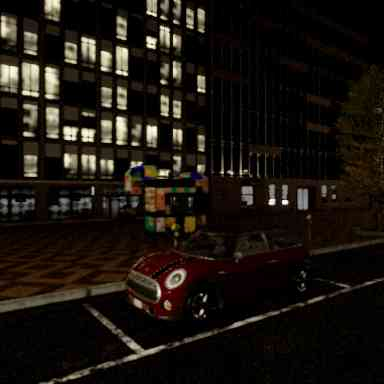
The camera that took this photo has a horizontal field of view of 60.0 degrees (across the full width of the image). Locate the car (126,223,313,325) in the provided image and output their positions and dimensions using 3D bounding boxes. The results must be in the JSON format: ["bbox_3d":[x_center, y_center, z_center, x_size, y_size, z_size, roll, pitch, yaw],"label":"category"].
[{"bbox_3d":[0.671,1.442,7.040,4.097,1.590,1.967,0,0,-35],"label":"car"}]
